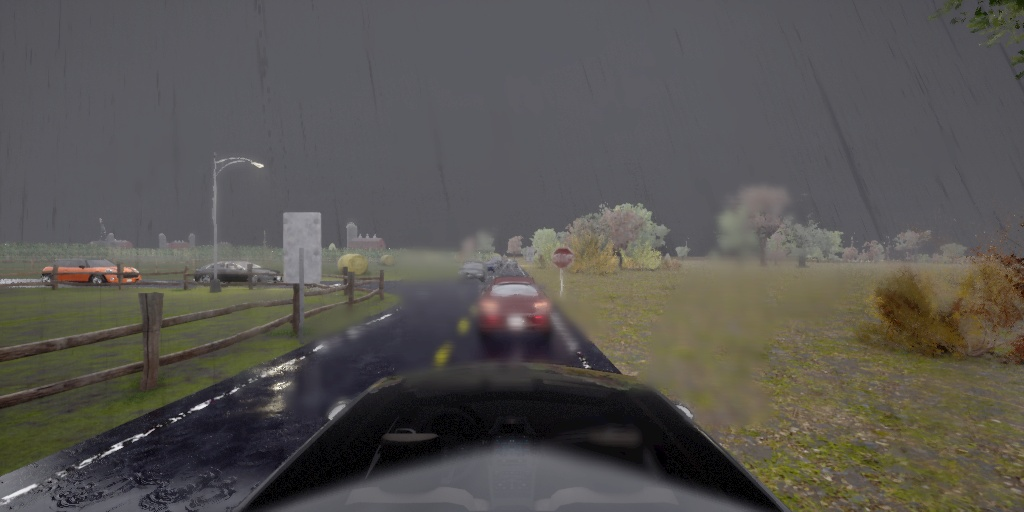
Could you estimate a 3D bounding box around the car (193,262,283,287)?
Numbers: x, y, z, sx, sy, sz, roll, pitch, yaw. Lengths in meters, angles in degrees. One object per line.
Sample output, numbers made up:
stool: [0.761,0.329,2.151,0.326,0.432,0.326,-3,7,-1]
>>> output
car: [-17.355,1.151,22.861,4.902,1.511,2.128,0,1,-1]

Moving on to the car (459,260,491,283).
car: [-2.878,1.251,27.497,1.837,1.490,4.892,0,-1,0]

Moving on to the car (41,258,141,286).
car: [-26.558,0.948,22.754,4.553,1.767,2.097,0,1,-1]

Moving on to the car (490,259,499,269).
car: [-2.903,1.371,43.721,1.895,1.301,4.718,0,0,0]

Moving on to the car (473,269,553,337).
car: [0.053,1.275,10.153,1.812,1.442,4.674,0,0,-1]

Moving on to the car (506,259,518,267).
car: [0.013,1.292,65.186,2.128,1.511,4.902,0,0,0]

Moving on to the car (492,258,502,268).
car: [-2.898,1.347,54.404,1.994,1.385,4.181,0,0,0]
